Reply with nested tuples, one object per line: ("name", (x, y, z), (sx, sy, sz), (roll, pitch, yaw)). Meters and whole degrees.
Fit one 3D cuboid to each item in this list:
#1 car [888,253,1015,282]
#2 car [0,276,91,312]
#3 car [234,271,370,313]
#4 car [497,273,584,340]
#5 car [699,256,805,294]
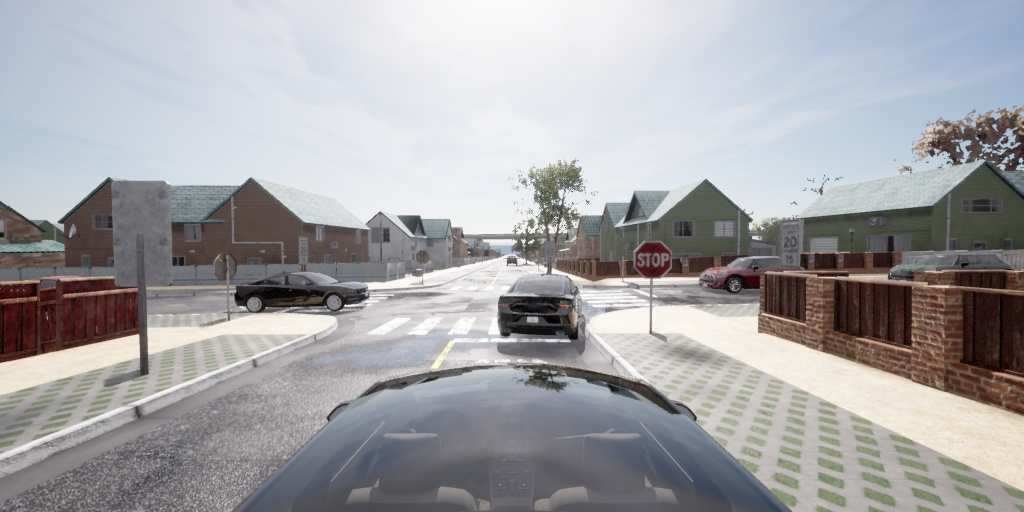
("car", (21.703, 0.646, 17.837), (4.553, 1.767, 2.097), (-1, 2, 0))
("car", (-18.020, 1.547, 14.623), (5.008, 1.535, 1.882), (-1, 2, 0))
("car", (-8.467, 1.377, 14.685), (5.008, 1.535, 1.882), (-1, 2, 0))
("car", (0.959, 1.224, 10.158), (1.882, 1.535, 5.008), (0, 0, 12))
("car", (11.808, 0.820, 17.767), (4.553, 1.767, 2.097), (-1, 2, 0))
